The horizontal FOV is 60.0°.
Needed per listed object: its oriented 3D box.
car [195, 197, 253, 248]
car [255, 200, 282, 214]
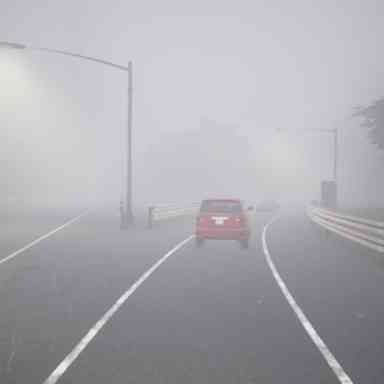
[{"bbox_3d":[1.554,1.234,15.221,2.150,2.045,5.566,0,0,11],"label":"car"},{"bbox_3d":[8.302,1.586,35.730,2.033,1.411,5.357,0,0,26],"label":"car"}]
